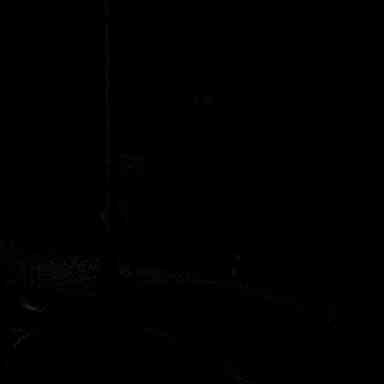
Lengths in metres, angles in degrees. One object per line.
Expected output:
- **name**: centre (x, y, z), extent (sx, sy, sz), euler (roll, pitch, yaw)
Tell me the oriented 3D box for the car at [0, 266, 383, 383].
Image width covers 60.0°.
- **car**: centre (-0.445, 1.586, 3.126), extent (4.313, 1.339, 1.947), euler (-1, 0, 35)
